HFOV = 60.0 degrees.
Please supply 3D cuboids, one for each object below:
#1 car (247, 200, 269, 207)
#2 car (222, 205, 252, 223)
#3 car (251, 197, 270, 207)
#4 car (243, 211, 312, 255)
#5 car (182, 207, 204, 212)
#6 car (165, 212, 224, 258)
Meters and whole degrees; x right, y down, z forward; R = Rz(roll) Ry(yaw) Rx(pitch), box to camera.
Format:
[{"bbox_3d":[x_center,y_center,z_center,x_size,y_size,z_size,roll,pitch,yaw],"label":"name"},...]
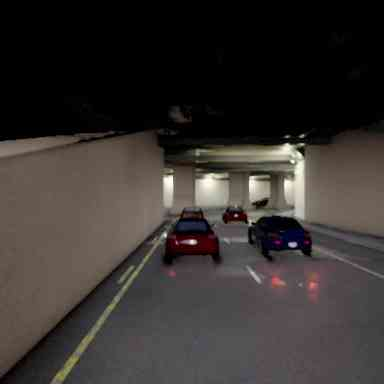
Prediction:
[{"bbox_3d":[13.598,2.295,68.531,4.181,1.385,1.994,0,-1,-28],"label":"car"},{"bbox_3d":[3.635,1.874,28.522,1.994,1.385,4.181,0,-1,3],"label":"car"},{"bbox_3d":[14.859,1.929,65.197,5.566,2.045,2.150,0,-1,-29],"label":"car"},{"bbox_3d":[3.522,1.677,13.879,1.812,1.442,4.674,0,0,0],"label":"car"},{"bbox_3d":[0.104,1.908,28.224,1.895,1.301,4.718,0,-1,3],"label":"car"},{"bbox_3d":[0.019,1.712,13.471,1.994,1.385,4.181,0,-1,0],"label":"car"}]
